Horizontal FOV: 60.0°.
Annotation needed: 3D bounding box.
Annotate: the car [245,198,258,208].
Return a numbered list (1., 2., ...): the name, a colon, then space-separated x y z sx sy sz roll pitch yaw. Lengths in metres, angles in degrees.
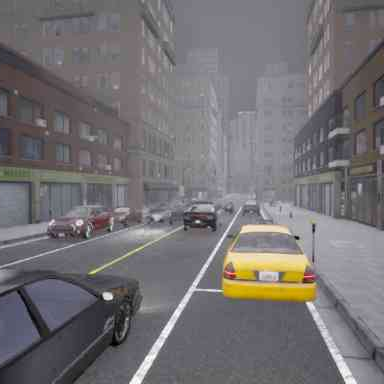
1. car: 8.648 1.552 48.658 1.802 1.307 4.206 -1 0 10

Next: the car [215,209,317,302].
1. car: 1.800 1.454 8.380 1.801 1.575 5.366 0 0 10

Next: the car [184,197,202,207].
1. car: 0.233 1.515 50.147 1.887 1.381 4.507 -1 0 10

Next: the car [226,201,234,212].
1. car: 3.517 1.584 35.579 1.895 1.301 4.718 0 0 10

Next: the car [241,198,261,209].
1. car: 5.722 1.536 32.158 2.008 1.369 4.403 -1 0 10

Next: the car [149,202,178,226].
1. car: -1.832 1.483 23.711 2.128 1.511 4.902 0 0 10

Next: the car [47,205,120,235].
1. car: -5.612 1.435 17.146 1.967 1.590 4.097 -1 0 10

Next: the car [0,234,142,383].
1. car: -2.177 1.546 3.423 2.033 1.411 5.357 0 0 10

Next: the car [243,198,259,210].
1. car: 7.673 1.542 43.158 1.947 1.339 4.313 -1 0 10

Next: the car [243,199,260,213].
1. car: 6.727 1.506 37.825 1.752 1.417 4.829 -1 0 10

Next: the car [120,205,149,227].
1. car: -4.637 1.574 22.647 1.802 1.307 4.206 -1 0 10

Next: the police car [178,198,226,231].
1. police car: 0.773 1.418 20.645 1.930 1.638 5.238 0 0 10
